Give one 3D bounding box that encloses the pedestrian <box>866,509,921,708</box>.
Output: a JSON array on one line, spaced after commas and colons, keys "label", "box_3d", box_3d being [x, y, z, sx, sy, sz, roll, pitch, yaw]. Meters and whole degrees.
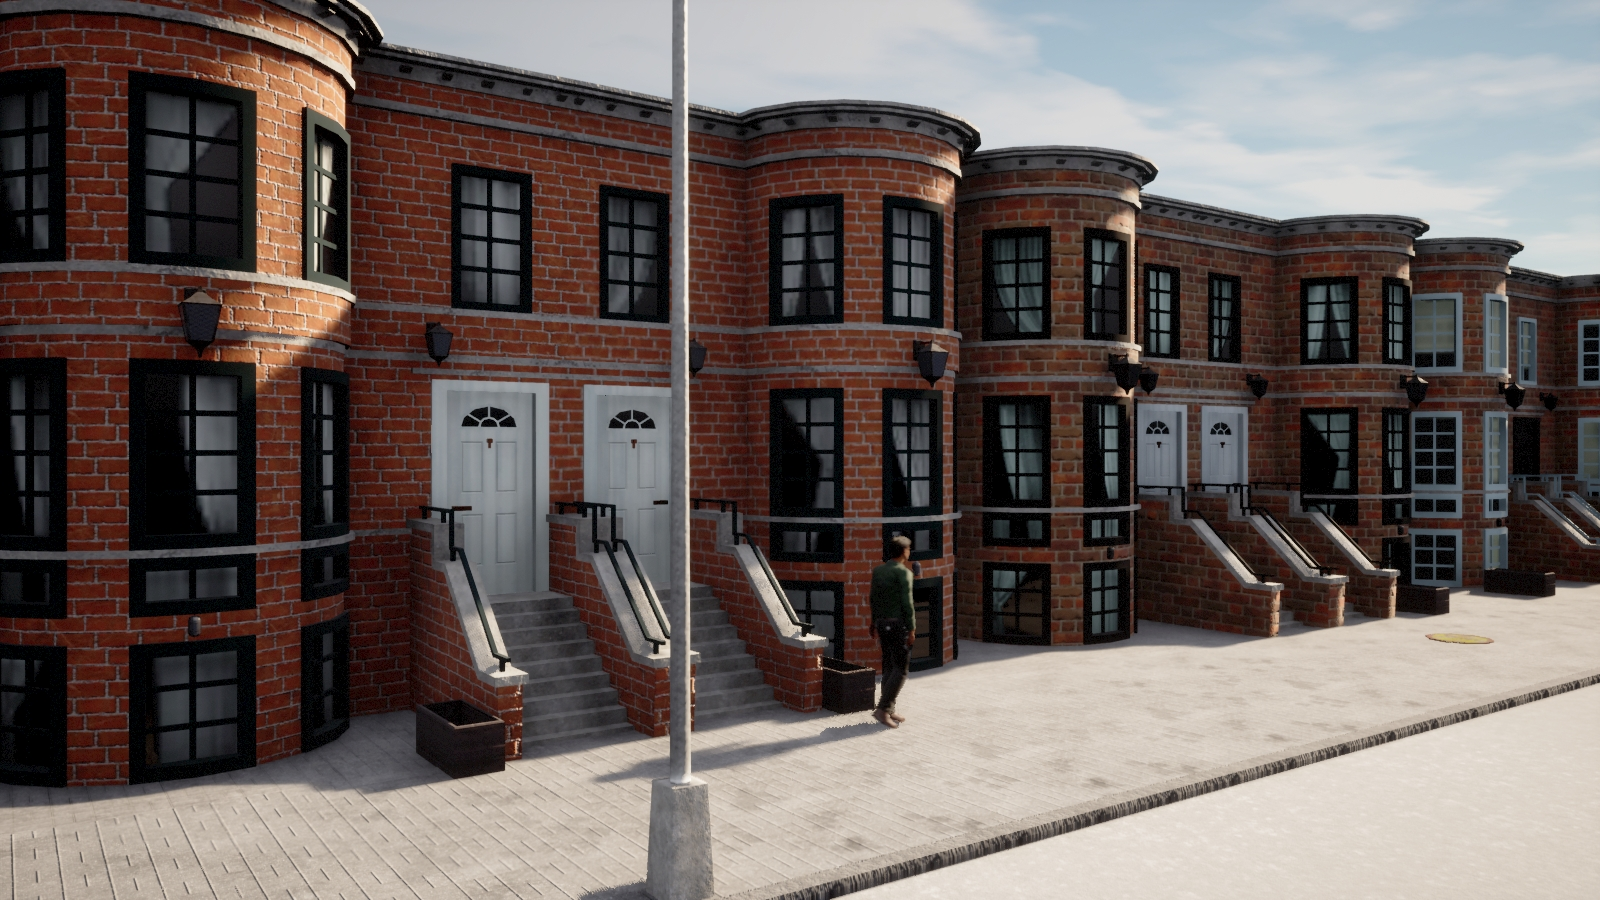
[{"label": "pedestrian", "box_3d": [0.908, 1.521, 11.133, 0.375, 1.860, 0.375, 0, 0, -35]}]
